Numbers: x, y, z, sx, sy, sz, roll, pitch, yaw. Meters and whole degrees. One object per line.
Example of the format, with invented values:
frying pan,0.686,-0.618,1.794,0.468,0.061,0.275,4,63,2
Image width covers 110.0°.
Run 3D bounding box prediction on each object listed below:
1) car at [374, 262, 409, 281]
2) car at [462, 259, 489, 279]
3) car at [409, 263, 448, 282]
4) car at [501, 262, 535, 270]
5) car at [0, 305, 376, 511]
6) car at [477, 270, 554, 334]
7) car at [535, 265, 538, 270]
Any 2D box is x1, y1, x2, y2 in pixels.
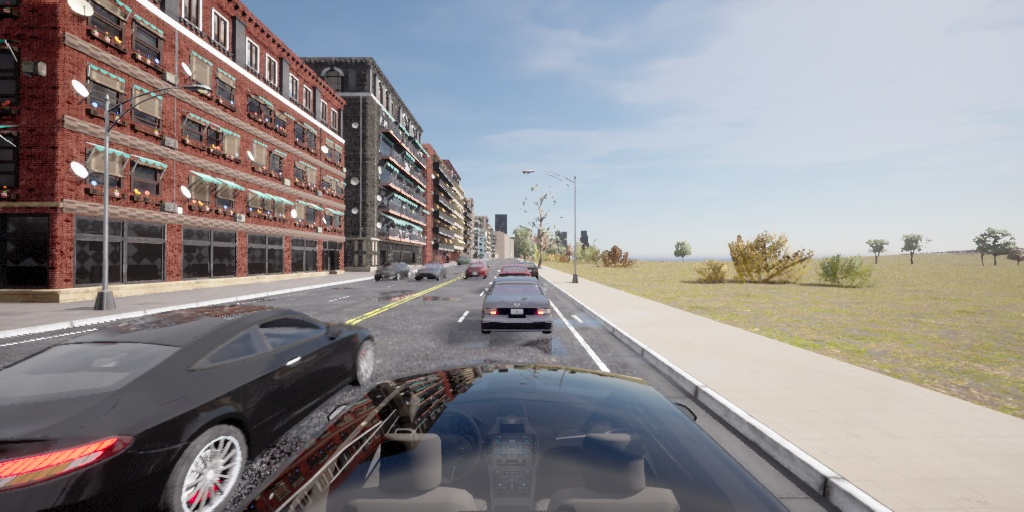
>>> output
car,-9.780,1.258,29.658,1.837,1.490,4.892,0,0,0
car,-3.074,1.279,32.198,1.812,1.442,4.674,0,0,0
car,-6.529,1.301,29.710,2.033,1.411,5.357,0,0,0
car,0.151,1.231,21.136,1.882,1.535,5.008,0,0,0
car,-3.148,1.276,4.004,1.812,1.442,4.674,0,0,0
car,0.121,1.299,10.596,2.033,1.411,5.357,0,0,0
car,1.210,1.232,30.573,1.882,1.535,5.008,0,0,0
